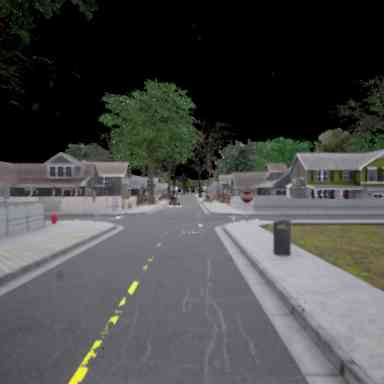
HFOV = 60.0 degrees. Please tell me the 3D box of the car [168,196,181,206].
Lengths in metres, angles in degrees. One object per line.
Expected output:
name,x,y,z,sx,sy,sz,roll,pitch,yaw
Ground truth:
car,-2.775,1.507,53.827,1.837,1.490,4.892,0,2,0
